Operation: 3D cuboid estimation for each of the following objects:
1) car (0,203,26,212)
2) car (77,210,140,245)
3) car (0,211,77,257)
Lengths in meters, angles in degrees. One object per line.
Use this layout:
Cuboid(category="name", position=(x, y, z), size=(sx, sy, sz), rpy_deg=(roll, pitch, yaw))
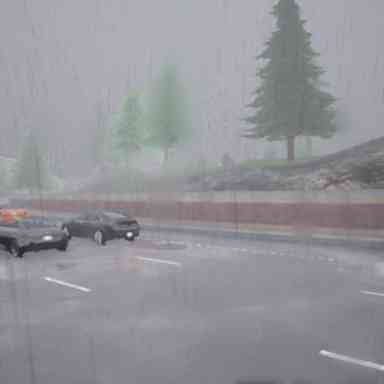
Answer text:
Cuboid(category="car", position=(-14.195, 1.601, 25.325), size=(2.097, 1.767, 4.553), rpy_deg=(0, -1, -44))
Cuboid(category="car", position=(-4.595, 1.635, 16.308), size=(4.892, 1.490, 1.837), rpy_deg=(0, 0, 41))
Cuboid(category="car", position=(-6.859, 1.694, 13.640), size=(4.181, 1.385, 1.994), rpy_deg=(-1, 0, 41))
